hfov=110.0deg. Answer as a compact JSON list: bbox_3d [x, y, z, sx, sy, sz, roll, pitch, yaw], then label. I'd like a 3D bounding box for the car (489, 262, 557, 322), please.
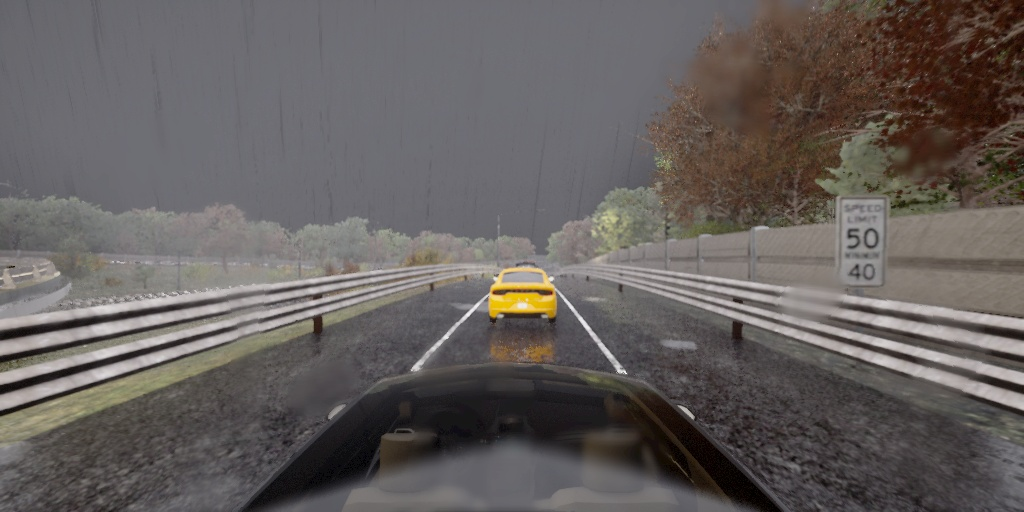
[{"bbox_3d":[0.370,1.111,11.729,1.882,1.535,5.008,0,1,2],"label":"car"}]
